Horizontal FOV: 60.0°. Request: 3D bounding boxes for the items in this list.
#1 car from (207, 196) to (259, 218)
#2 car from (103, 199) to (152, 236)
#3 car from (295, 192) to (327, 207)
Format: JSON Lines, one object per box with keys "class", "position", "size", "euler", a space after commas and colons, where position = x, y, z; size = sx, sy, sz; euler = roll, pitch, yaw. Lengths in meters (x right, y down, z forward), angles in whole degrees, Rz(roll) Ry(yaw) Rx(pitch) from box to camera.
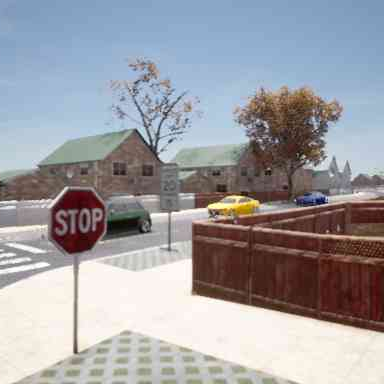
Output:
{"class": "car", "position": [3.074, 1.079, 24.404], "size": [1.882, 1.535, 5.008], "euler": [1, 2, 41]}
{"class": "car", "position": [-4.116, 1.209, 15.990], "size": [2.097, 1.767, 4.553], "euler": [1, 2, 39]}
{"class": "car", "position": [12.809, 0.737, 35.630], "size": [1.882, 1.535, 5.008], "euler": [1, 2, 41]}
